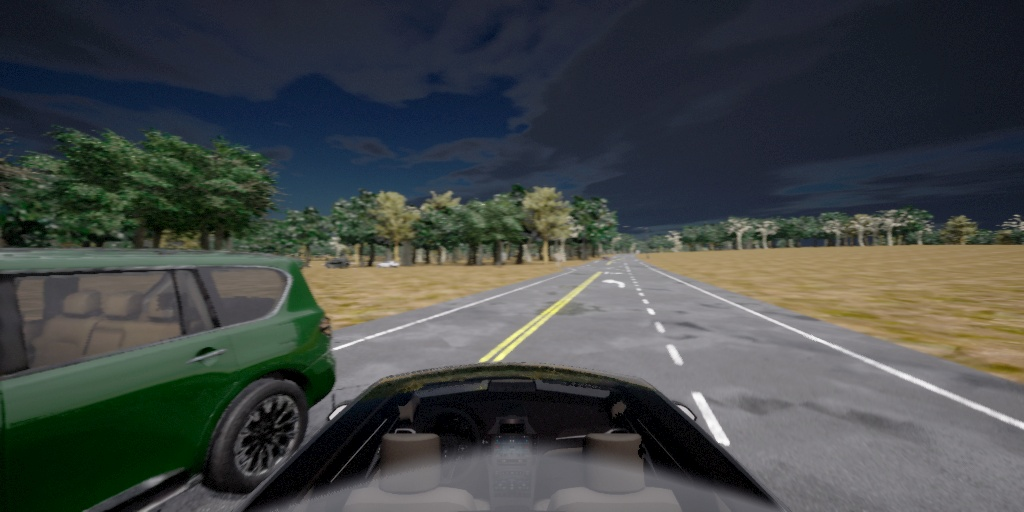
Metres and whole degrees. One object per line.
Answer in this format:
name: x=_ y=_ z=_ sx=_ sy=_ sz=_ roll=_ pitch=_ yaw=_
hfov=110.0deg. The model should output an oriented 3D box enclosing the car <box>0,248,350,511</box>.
car: x=-3.449 y=0.963 z=1.840 sx=2.150 sy=2.045 sz=5.566 roll=0 pitch=0 yaw=12
